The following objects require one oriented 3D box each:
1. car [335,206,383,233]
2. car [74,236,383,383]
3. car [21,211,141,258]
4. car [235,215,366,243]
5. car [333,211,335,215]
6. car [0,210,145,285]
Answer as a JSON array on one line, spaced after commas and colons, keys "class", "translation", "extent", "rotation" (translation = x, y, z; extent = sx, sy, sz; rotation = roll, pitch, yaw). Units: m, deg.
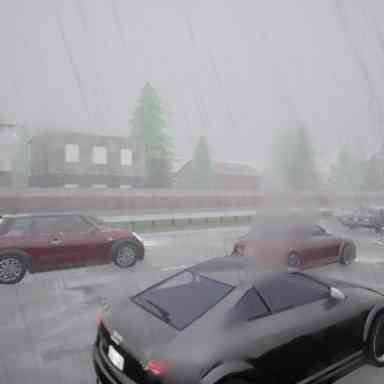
[{"class": "car", "translation": [11.381, 1.636, 20.457], "extent": [5.357, 1.411, 2.033], "rotation": [0, 0, -35]}, {"class": "car", "translation": [0.899, 1.577, 4.385], "extent": [4.181, 1.385, 1.994], "rotation": [0, 0, -35]}, {"class": "car", "translation": [-4.429, 1.581, 13.483], "extent": [4.181, 1.385, 1.994], "rotation": [0, 0, -35]}, {"class": "car", "translation": [3.259, 1.600, 10.368], "extent": [4.181, 1.385, 1.994], "rotation": [0, 0, -35]}, {"class": "car", "translation": [13.149, 1.709, 26.015], "extent": [4.718, 1.301, 1.895], "rotation": [0, 0, -35]}, {"class": "car", "translation": [-3.655, 1.363, 9.735], "extent": [4.553, 1.767, 2.097], "rotation": [0, 0, -36]}]
